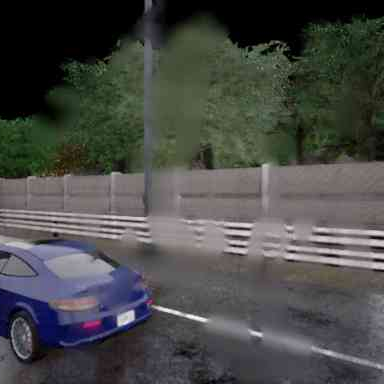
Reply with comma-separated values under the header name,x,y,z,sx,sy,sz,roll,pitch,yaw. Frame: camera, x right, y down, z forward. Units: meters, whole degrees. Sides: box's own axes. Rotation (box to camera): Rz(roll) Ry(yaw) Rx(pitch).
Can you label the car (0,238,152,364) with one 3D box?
name,x,y,z,sx,sy,sz,roll,pitch,yaw
car,-2.767,1.552,5.855,4.674,1.442,1.812,0,0,36
